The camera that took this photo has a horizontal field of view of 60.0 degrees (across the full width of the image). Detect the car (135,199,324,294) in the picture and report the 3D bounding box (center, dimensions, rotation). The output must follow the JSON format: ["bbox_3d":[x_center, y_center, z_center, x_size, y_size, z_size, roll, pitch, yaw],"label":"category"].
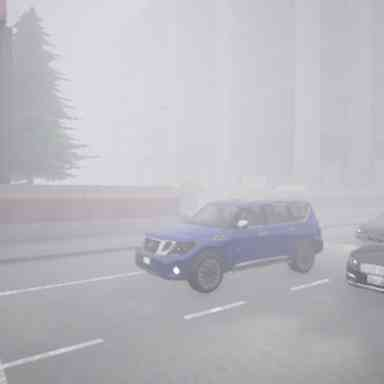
[{"bbox_3d":[1.265,1.222,9.175,5.566,2.045,2.150,0,0,-34],"label":"car"}]

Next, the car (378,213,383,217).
[{"bbox_3d":[9.600,1.549,15.144,5.357,1.411,2.033,0,0,-36],"label":"car"}]

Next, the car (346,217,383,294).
[{"bbox_3d":[5.661,1.492,8.034,4.902,1.511,2.128,0,0,-36],"label":"car"}]
